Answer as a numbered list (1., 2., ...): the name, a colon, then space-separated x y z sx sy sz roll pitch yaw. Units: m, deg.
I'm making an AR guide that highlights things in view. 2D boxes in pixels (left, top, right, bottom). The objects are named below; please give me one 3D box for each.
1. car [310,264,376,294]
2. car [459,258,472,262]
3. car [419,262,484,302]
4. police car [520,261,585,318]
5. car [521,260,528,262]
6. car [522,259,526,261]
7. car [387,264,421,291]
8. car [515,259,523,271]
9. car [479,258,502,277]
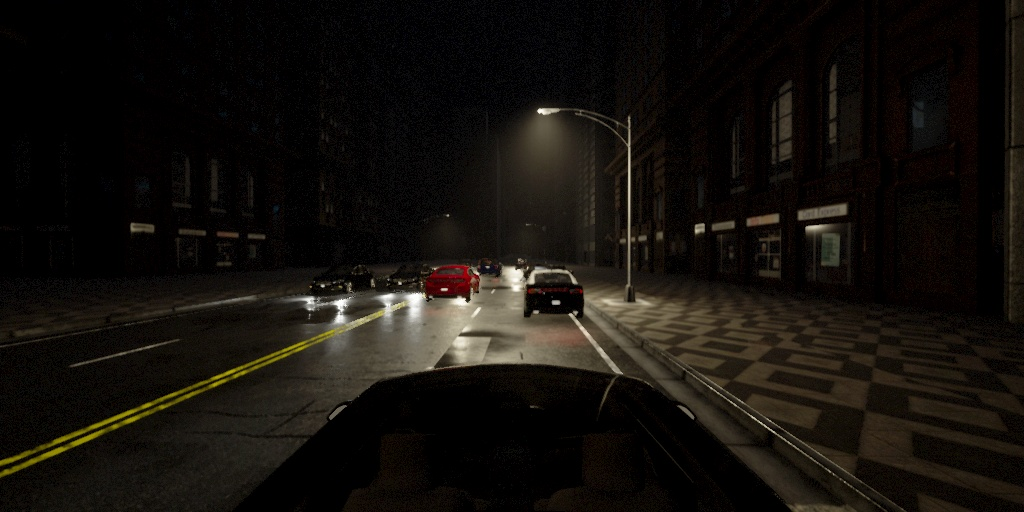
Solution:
1. car: -9.262 1.227 20.099 1.837 1.490 4.892 0 0 2
2. car: -8.044 1.181 61.032 1.882 1.535 5.008 0 0 2
3. car: -2.652 1.204 16.924 1.882 1.535 5.008 0 0 2
4. police car: 1.362 1.158 13.057 1.930 1.638 5.238 0 0 2
5. car: 1.649 1.226 22.943 1.837 1.490 4.892 0 0 2
6. car: 1.823 1.240 28.941 1.812 1.442 4.674 0 0 2
7. car: -5.964 1.225 21.715 1.837 1.490 4.892 0 0 2
8. car: 1.434 1.195 48.457 2.128 1.511 4.902 0 0 2
9. car: -2.136 1.062 34.746 2.097 1.767 4.553 0 0 2
